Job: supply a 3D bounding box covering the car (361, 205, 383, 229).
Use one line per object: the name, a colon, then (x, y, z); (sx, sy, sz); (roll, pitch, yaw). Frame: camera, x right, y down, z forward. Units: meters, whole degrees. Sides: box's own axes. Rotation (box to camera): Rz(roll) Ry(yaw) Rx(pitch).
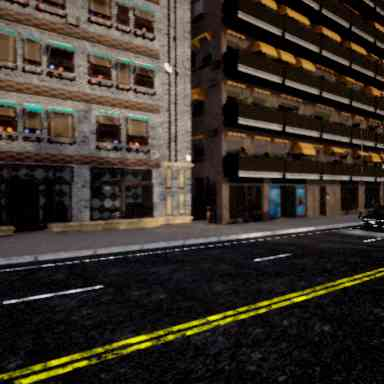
car: (12.649, 1.585, 21.188); (4.892, 1.490, 1.837); (0, 0, -37)
